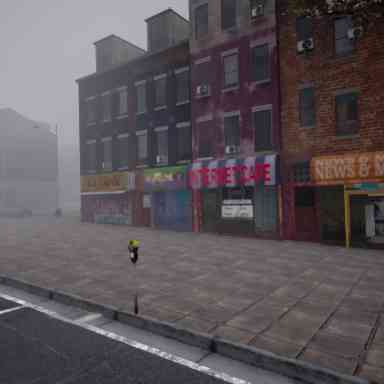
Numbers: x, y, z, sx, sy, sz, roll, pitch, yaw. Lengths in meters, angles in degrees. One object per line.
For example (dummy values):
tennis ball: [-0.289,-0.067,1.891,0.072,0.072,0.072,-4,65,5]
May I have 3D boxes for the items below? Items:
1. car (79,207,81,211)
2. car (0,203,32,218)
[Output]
car: [-10.028,1.609,37.622,2.033,1.411,5.357,-2,-1,35]
car: [-16.249,1.631,28.974,1.994,1.385,4.181,-2,-1,36]
